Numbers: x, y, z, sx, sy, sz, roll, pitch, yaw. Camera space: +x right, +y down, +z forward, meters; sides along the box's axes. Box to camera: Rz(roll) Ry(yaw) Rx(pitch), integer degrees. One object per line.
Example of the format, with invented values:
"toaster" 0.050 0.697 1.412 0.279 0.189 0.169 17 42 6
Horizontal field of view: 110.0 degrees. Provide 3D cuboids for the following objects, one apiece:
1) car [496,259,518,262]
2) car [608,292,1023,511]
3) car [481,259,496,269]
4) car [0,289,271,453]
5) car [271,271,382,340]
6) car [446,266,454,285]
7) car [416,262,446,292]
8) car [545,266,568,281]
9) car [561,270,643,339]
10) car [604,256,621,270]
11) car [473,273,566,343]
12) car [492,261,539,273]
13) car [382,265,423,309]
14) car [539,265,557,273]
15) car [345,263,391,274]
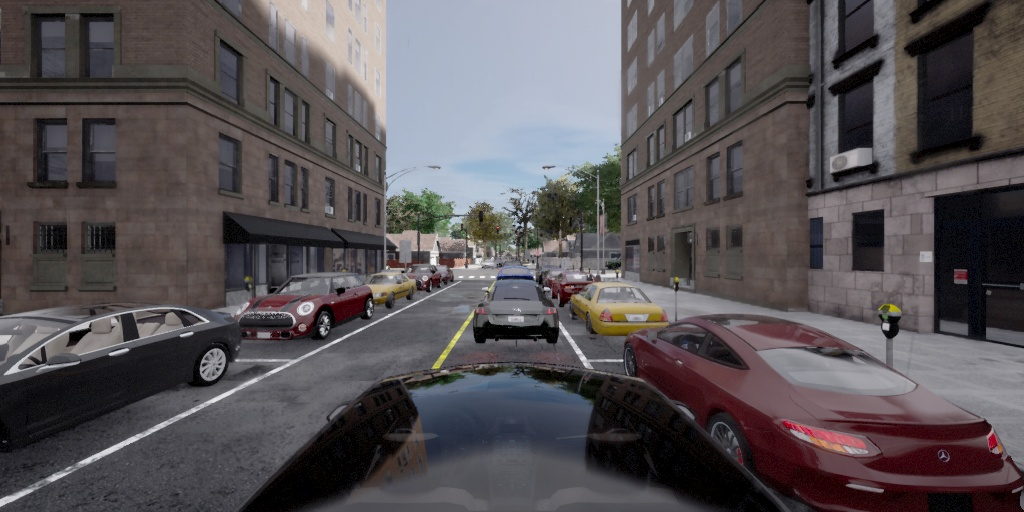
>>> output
"car" 0.069 1.114 27.878 2.097 1.767 4.553 0 0 0
"car" 2.641 1.332 4.225 1.802 1.307 4.207 0 0 0
"car" -3.515 1.319 56.437 1.812 1.442 4.674 0 0 8
"car" -5.384 1.301 4.243 2.007 1.370 4.403 0 0 0
"car" -5.369 1.192 9.762 1.967 1.591 4.097 0 0 0
"car" -5.325 1.343 26.319 1.802 1.307 4.207 0 0 0
"car" -5.340 1.198 20.800 1.967 1.591 4.097 0 0 0
"car" 2.671 1.300 15.262 1.888 1.381 4.507 0 0 0
"car" 2.656 1.278 9.914 1.751 1.417 4.829 0 0 0
"car" 15.607 0.895 49.239 5.566 2.045 2.150 0 0 0
"car" 0.110 1.316 9.660 1.994 1.385 4.181 0 0 1
"car" 0.122 1.235 18.653 1.882 1.535 5.008 0 0 -1
"car" -5.355 1.280 15.111 1.751 1.417 4.829 0 0 0
"car" 2.685 1.340 20.780 1.802 1.307 4.207 0 0 0
"car" -17.091 1.467 42.640 4.718 1.301 1.895 0 0 -2
